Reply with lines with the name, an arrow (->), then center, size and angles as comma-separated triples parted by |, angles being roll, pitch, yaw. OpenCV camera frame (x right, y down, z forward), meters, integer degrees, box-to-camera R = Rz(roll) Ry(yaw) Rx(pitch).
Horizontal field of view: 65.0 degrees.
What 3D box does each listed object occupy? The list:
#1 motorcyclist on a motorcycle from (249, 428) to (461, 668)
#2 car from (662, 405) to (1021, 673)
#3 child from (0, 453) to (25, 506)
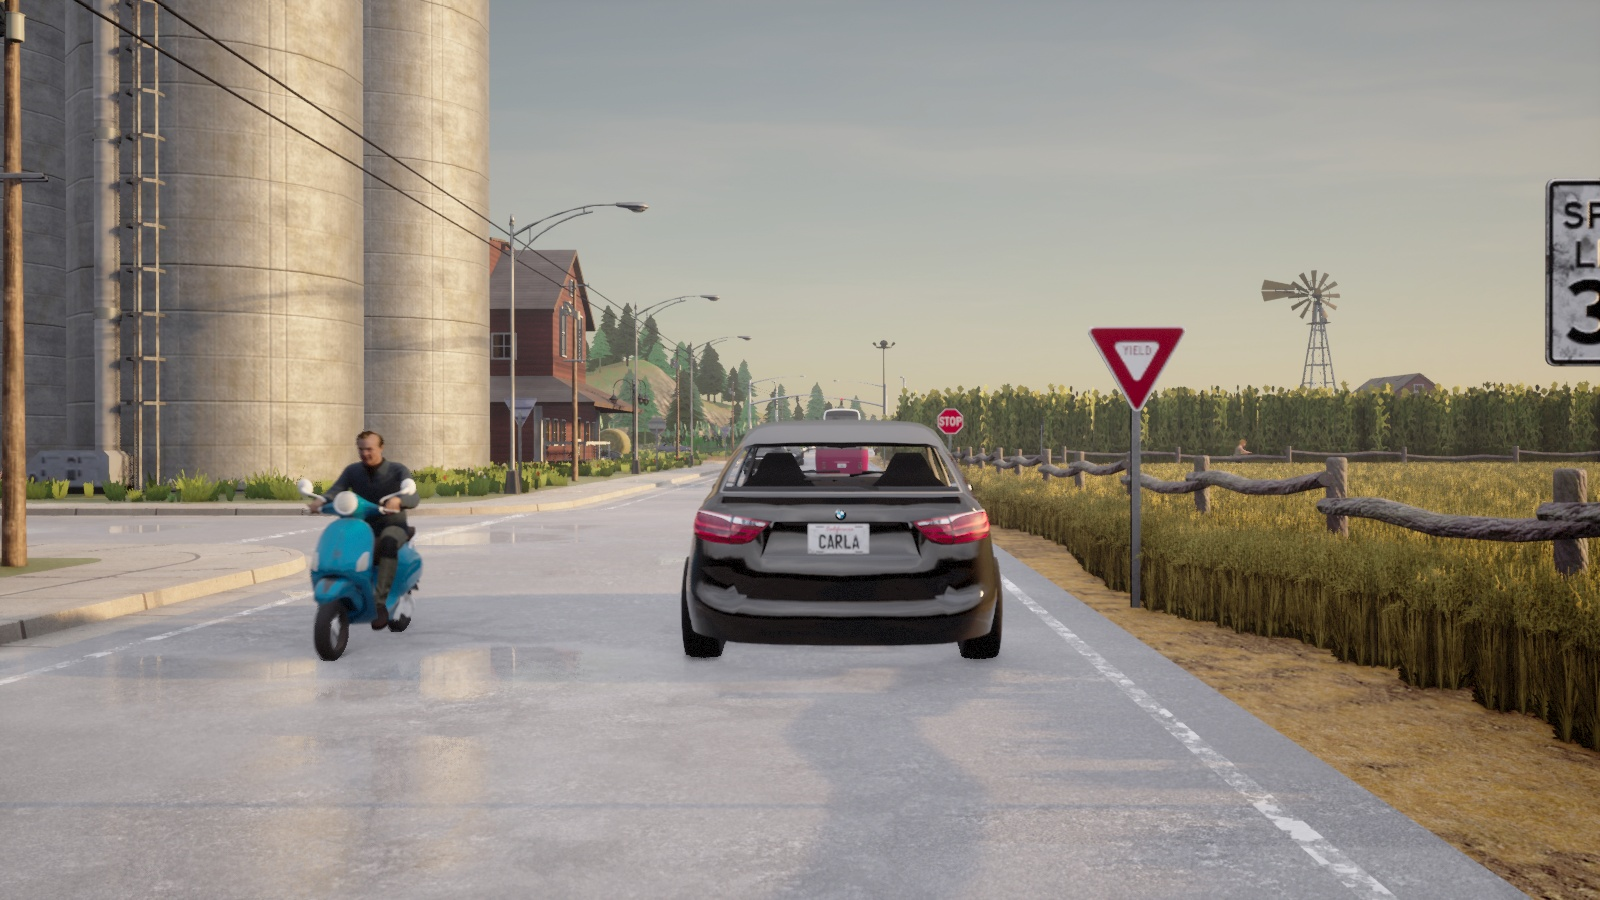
motorcyclist on a motorcycle -> -3.195, 0.645, 9.228 | 0.866, 1.590, 1.817 | 0, 0, 2
car -> 0.337, 0.535, 10.159 | 2.242, 1.667, 4.611 | 0, 0, 2
child -> -16.703, 0.618, 26.606 | 0.394, 1.110, 0.255 | 0, 0, 5
